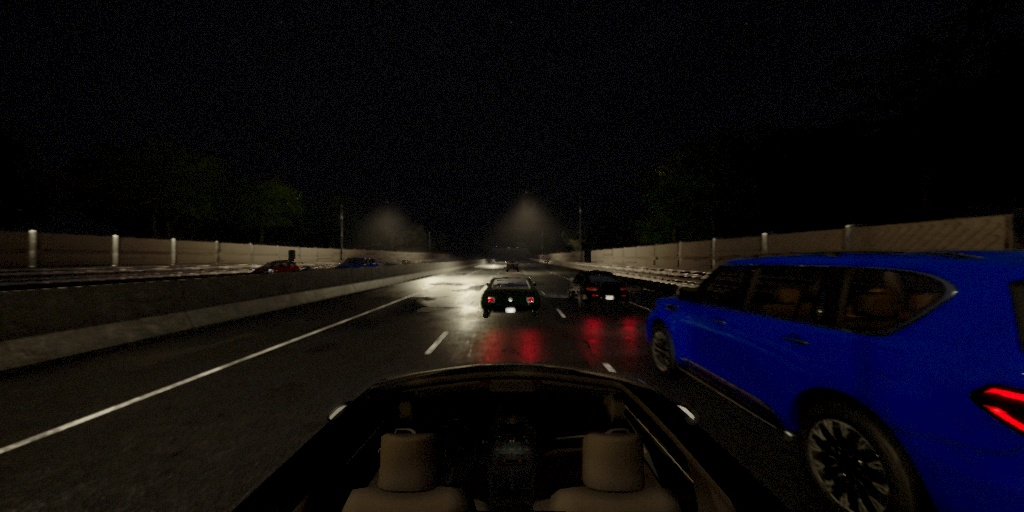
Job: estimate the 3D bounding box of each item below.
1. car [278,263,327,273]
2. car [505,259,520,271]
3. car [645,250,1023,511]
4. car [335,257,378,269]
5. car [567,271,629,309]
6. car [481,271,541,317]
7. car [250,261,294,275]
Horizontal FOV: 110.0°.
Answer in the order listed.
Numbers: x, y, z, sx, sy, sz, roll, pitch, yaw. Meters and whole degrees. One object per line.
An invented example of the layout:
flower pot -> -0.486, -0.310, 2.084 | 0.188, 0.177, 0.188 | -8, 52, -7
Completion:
car -> -17.561, 1.498, 31.097 | 1.895, 1.301, 4.718 | 0, 0, 0
car -> 0.103, 1.519, 52.881 | 1.837, 1.490, 4.892 | 0, 0, 0
car -> 3.501, 0.982, 4.184 | 2.150, 2.045, 5.566 | 0, 0, 0
car -> -14.049, 1.129, 32.725 | 2.150, 2.045, 5.566 | 0, -1, 1
car -> 3.503, 1.337, 15.156 | 1.812, 1.442, 4.674 | 0, 0, 0
car -> -0.028, 1.404, 13.348 | 1.895, 1.301, 4.718 | 0, 0, 0
car -> -21.053, 1.253, 32.062 | 2.097, 1.767, 4.553 | 0, 0, 0
